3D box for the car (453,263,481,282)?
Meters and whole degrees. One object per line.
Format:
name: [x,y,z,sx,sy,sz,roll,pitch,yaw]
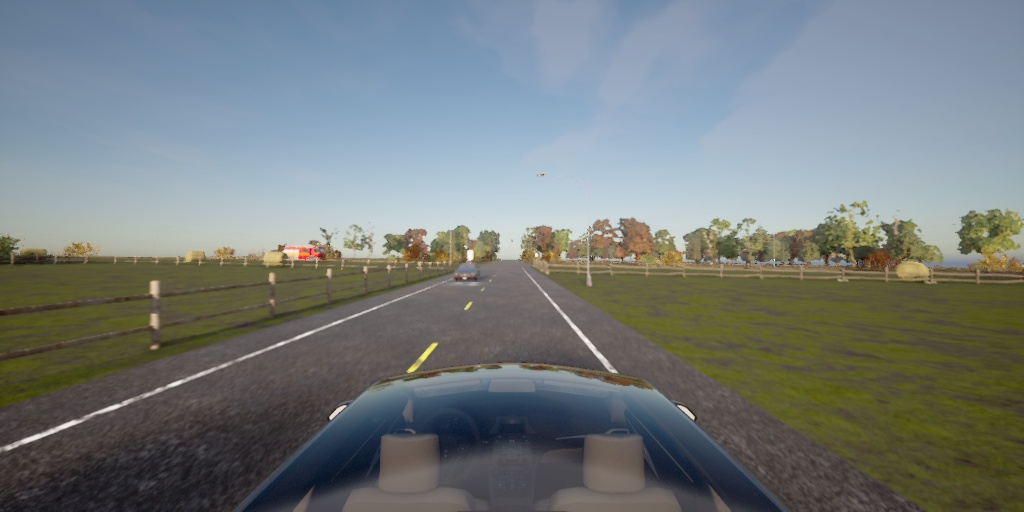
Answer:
car: [-3.602,1.308,29.892,2.033,1.411,5.357,0,0,0]
